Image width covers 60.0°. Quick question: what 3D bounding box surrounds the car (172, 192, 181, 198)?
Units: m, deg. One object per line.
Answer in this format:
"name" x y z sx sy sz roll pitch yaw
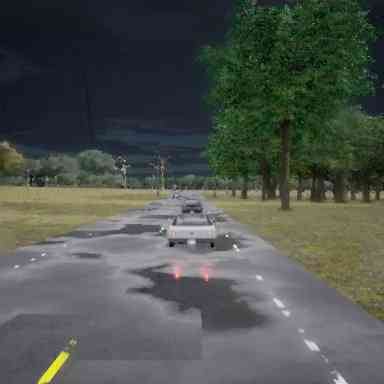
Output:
"car" -3.499 0.665 75.957 2.128 1.511 4.902 0 1 0

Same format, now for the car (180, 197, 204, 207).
"car" 0.001 1.393 29.653 1.837 1.490 4.892 0 0 0

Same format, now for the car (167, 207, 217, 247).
"car" 0.001 1.580 14.683 1.895 1.301 4.718 0 0 0
